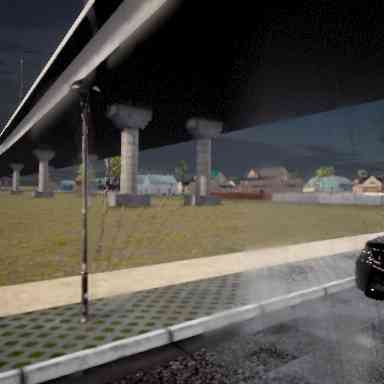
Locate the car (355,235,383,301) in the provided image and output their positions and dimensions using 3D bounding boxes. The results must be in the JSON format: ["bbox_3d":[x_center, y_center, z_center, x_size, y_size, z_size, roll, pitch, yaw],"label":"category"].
[{"bbox_3d":[5.869,1.234,7.258,5.566,2.045,2.150,0,0,-36],"label":"car"}]
